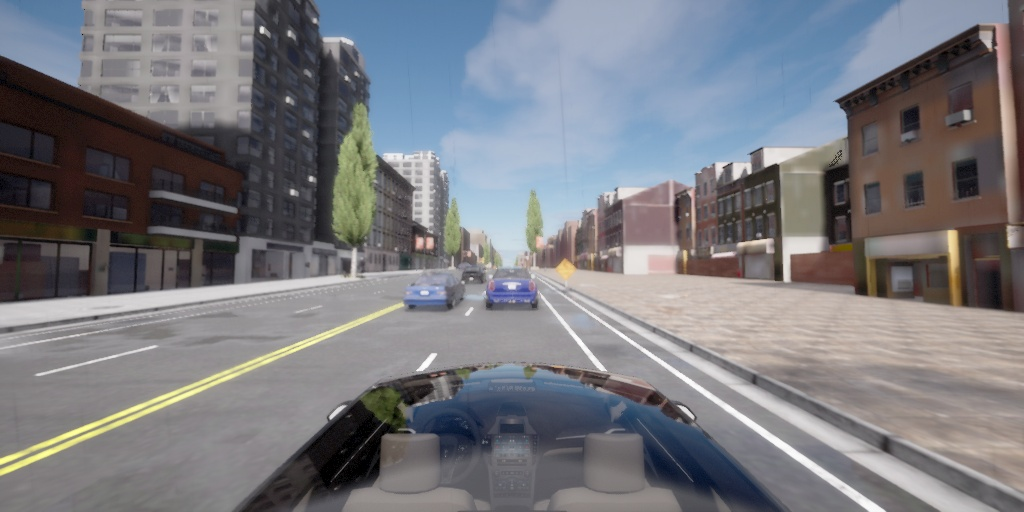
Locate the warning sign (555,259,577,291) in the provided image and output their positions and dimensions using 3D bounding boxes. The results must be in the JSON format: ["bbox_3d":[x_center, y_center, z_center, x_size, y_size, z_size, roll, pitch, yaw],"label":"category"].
[{"bbox_3d":[3.221,1.076,21.125,1.300,1.860,1.060,0,0,0],"label":"warning sign"}]

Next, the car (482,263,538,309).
[{"bbox_3d":[0.000,1.250,15.970,2.097,1.767,4.553,0,-1,0],"label":"car"}]

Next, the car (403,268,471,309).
[{"bbox_3d":[-3.252,1.447,15.881,2.033,1.411,5.357,0,-1,0],"label":"car"}]

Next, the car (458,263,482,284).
[{"bbox_3d":[-3.252,1.599,31.193,1.837,1.490,4.892,0,0,0],"label":"car"}]
